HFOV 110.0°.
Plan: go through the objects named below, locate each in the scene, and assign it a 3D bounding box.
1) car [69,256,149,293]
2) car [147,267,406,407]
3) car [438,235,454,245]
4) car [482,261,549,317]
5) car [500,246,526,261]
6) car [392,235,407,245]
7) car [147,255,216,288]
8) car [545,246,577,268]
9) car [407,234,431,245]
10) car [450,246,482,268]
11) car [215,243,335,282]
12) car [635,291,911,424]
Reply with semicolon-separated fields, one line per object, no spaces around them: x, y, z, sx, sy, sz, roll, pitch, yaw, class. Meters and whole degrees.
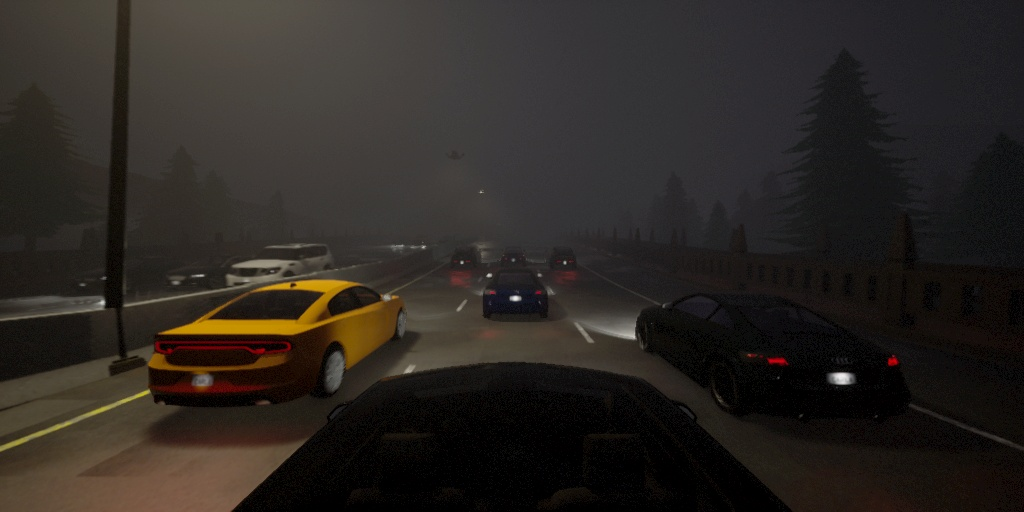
-17.598;0.766;16.998;1.812;1.442;4.674;0;4;0;car
-3.405;1.165;6.426;1.882;1.535;5.008;0;1;0;car
-10.544;-2.609;57.628;2.033;1.411;5.357;0;5;1;car
0.099;1.070;12.031;1.994;1.385;4.181;0;2;0;car
0.101;-0.094;27.917;1.812;1.442;4.674;0;5;0;car
-17.548;-2.631;57.212;2.128;1.511;4.902;0;5;1;car
-14.097;0.702;17.469;2.128;1.511;4.902;0;4;0;car
3.600;-0.013;26.741;1.837;1.490;4.892;0;5;0;car
-14.056;-2.608;55.316;2.097;1.767;4.553;0;5;0;car
-3.400;-0.015;26.762;1.837;1.490;4.892;0;5;0;car
-10.598;0.460;17.043;2.150;2.045;5.566;0;4;0;car
3.595;1.264;5.914;1.994;1.385;4.181;0;1;0;car
